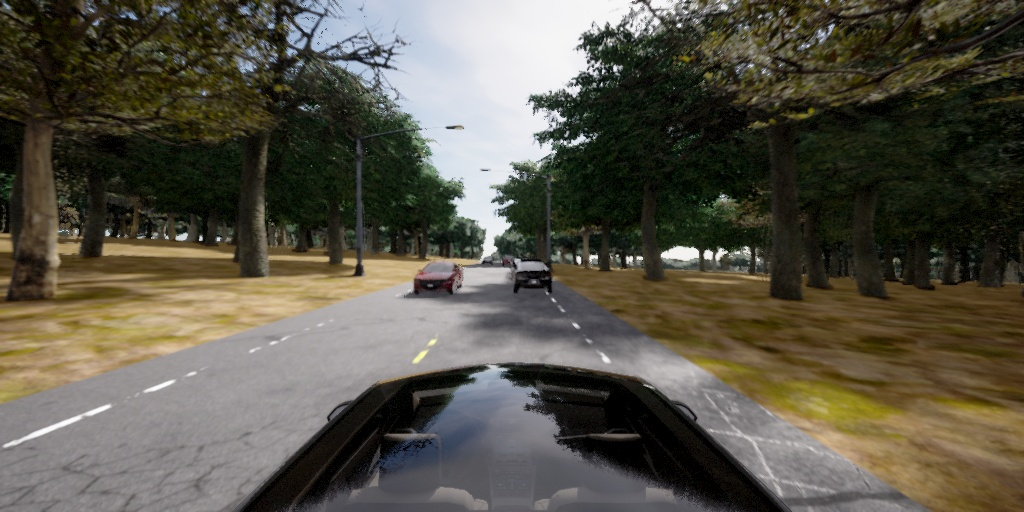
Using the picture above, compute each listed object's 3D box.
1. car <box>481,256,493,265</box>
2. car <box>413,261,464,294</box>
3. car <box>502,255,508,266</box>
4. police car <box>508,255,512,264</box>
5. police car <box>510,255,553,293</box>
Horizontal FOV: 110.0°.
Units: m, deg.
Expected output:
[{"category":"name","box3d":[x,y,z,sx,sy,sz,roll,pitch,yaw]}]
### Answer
[{"category":"car","box3d":[-4.113,0.769,60.225,1.837,1.490,4.892,0,0,-1]},{"category":"car","box3d":[-3.644,1.016,18.456,1.882,1.535,5.008,0,1,0]},{"category":"car","box3d":[-0.493,0.621,57.192,2.097,1.767,4.553,0,0,-1]},{"category":"police car","box3d":[0.908,0.852,29.101,1.930,1.638,5.238,-1,1,-1]},{"category":"police car","box3d":[0.997,0.957,19.089,1.930,1.638,5.238,0,1,0]}]
